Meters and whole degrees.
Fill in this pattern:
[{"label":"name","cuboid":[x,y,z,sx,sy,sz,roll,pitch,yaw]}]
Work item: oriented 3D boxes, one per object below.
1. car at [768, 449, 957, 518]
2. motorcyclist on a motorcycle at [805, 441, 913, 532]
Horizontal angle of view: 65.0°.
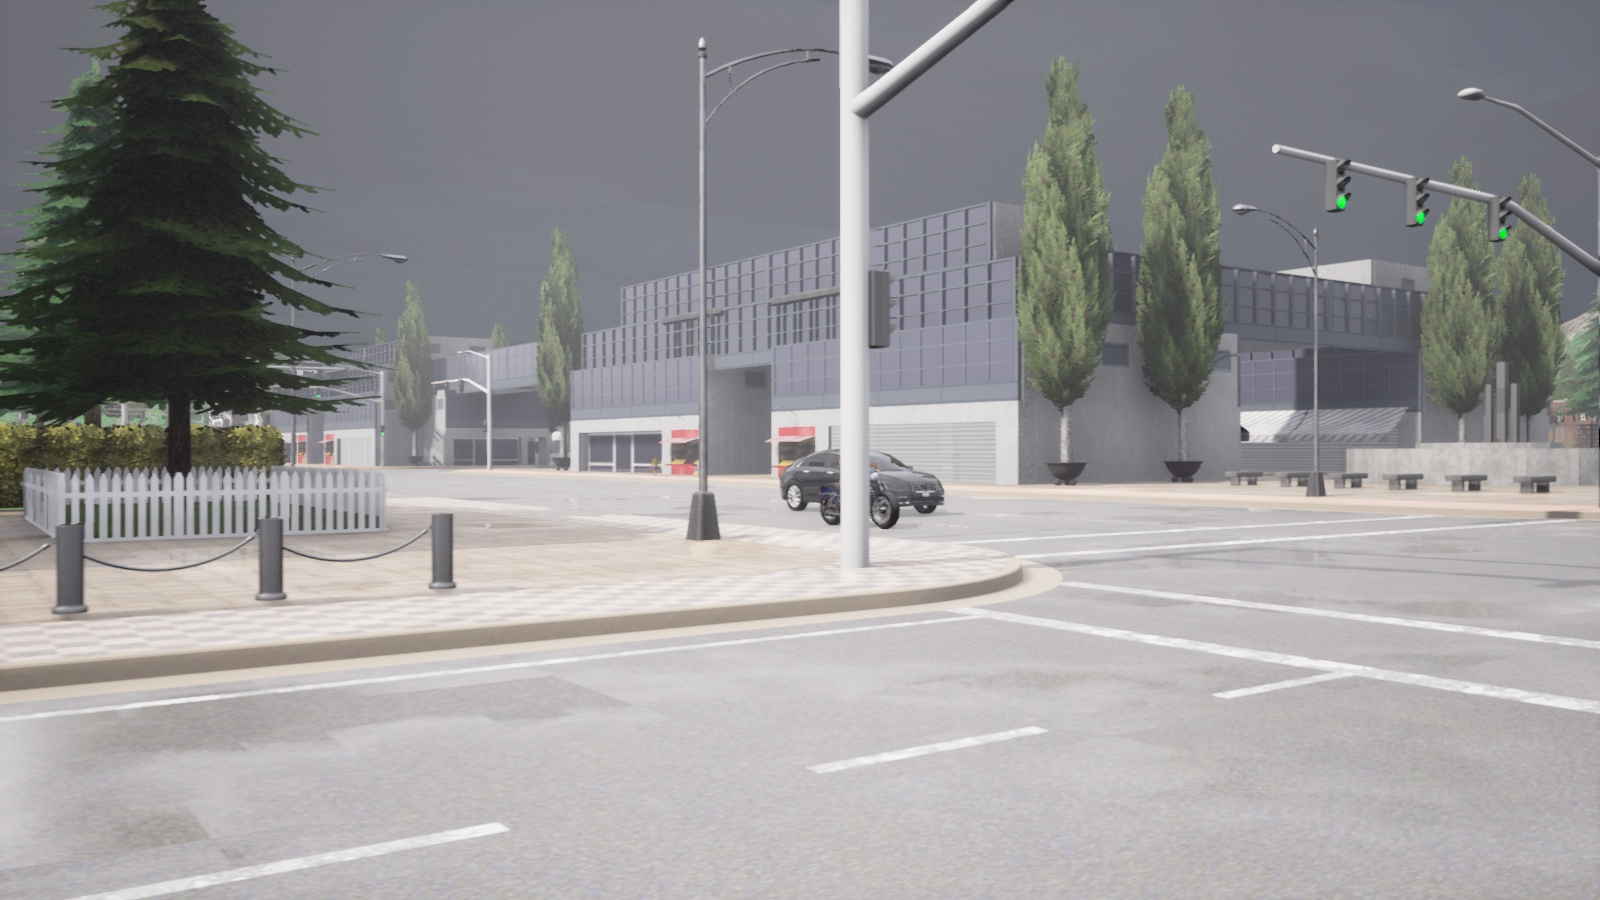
[{"label":"car","cuboid":[1.368,0.726,29.717,1.837,1.490,4.892,0,0,-35]},{"label":"motorcyclist on a motorcycle","cuboid":[1.098,0.676,23.986,0.766,1.649,2.350,0,0,-35]}]
